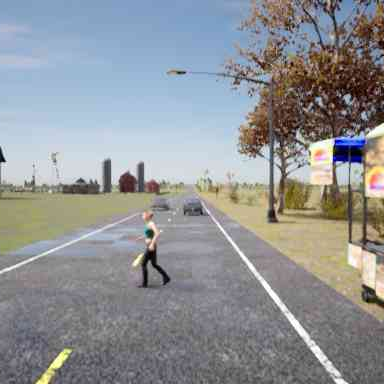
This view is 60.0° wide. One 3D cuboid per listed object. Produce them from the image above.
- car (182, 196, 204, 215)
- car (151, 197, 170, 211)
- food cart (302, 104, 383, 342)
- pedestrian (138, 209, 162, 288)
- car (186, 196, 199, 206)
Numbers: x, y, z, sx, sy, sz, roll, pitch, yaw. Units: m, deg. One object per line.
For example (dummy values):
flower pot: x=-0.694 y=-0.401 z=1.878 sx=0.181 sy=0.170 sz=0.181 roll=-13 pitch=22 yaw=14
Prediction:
car: x=0.094 y=1.374 z=32.639 sx=2.128 sy=1.511 sz=4.902 roll=0 pitch=0 yaw=0
car: x=-3.591 y=1.365 z=38.621 sx=1.837 sy=1.490 sz=4.892 roll=0 pitch=0 yaw=0
food cart: x=4.020 y=0.444 z=6.278 sx=2.280 sy=3.560 sz=4.660 roll=1 pitch=1 yaw=0
pedestrian: x=-0.961 y=1.269 z=7.674 sx=0.375 sy=1.860 sz=0.375 roll=-1 pitch=1 yaw=-3
car: x=0.084 y=1.342 z=50.246 sx=1.812 sy=1.442 sz=4.674 roll=0 pitch=0 yaw=-1
